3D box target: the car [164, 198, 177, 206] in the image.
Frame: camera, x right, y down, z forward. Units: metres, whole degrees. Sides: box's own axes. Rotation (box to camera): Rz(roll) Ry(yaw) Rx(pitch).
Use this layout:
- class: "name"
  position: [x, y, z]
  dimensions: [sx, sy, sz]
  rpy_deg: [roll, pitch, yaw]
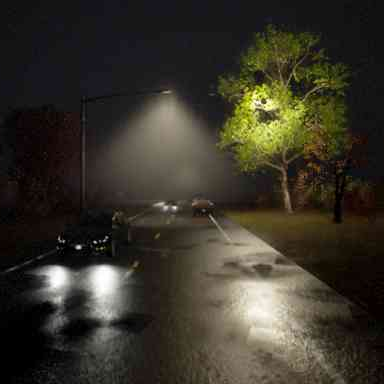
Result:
- class: "car"
  position: [-3.564, 1.630, 55.229]
  dimensions: [1.895, 1.301, 4.718]
  rpy_deg: [0, 0, 0]

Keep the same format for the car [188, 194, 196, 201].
- class: "car"
  position: [-0.012, 1.334, 82.886]
  dimensions: [1.882, 1.535, 5.008]
  rpy_deg: [0, 0, 0]

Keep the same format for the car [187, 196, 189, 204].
- class: "car"
  position: [-0.010, 1.540, 65.788]
  dimensions: [1.837, 1.490, 4.892]
  rpy_deg: [0, 0, 0]

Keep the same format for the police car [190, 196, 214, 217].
- class: "police car"
  position: [1.046, 1.444, 31.892]
  dimensions: [1.930, 1.638, 5.238]
  rpy_deg: [0, 0, 0]

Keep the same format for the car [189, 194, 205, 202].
- class: "car"
  position: [1.043, 1.251, 47.815]
  dimensions: [2.150, 2.045, 5.566]
  rpy_deg: [0, 0, 0]

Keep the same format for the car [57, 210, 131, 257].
- class: "car"
  position: [-3.601, 1.513, 12.977]
  dimensions: [1.837, 1.490, 4.892]
  rpy_deg: [0, 0, 0]
